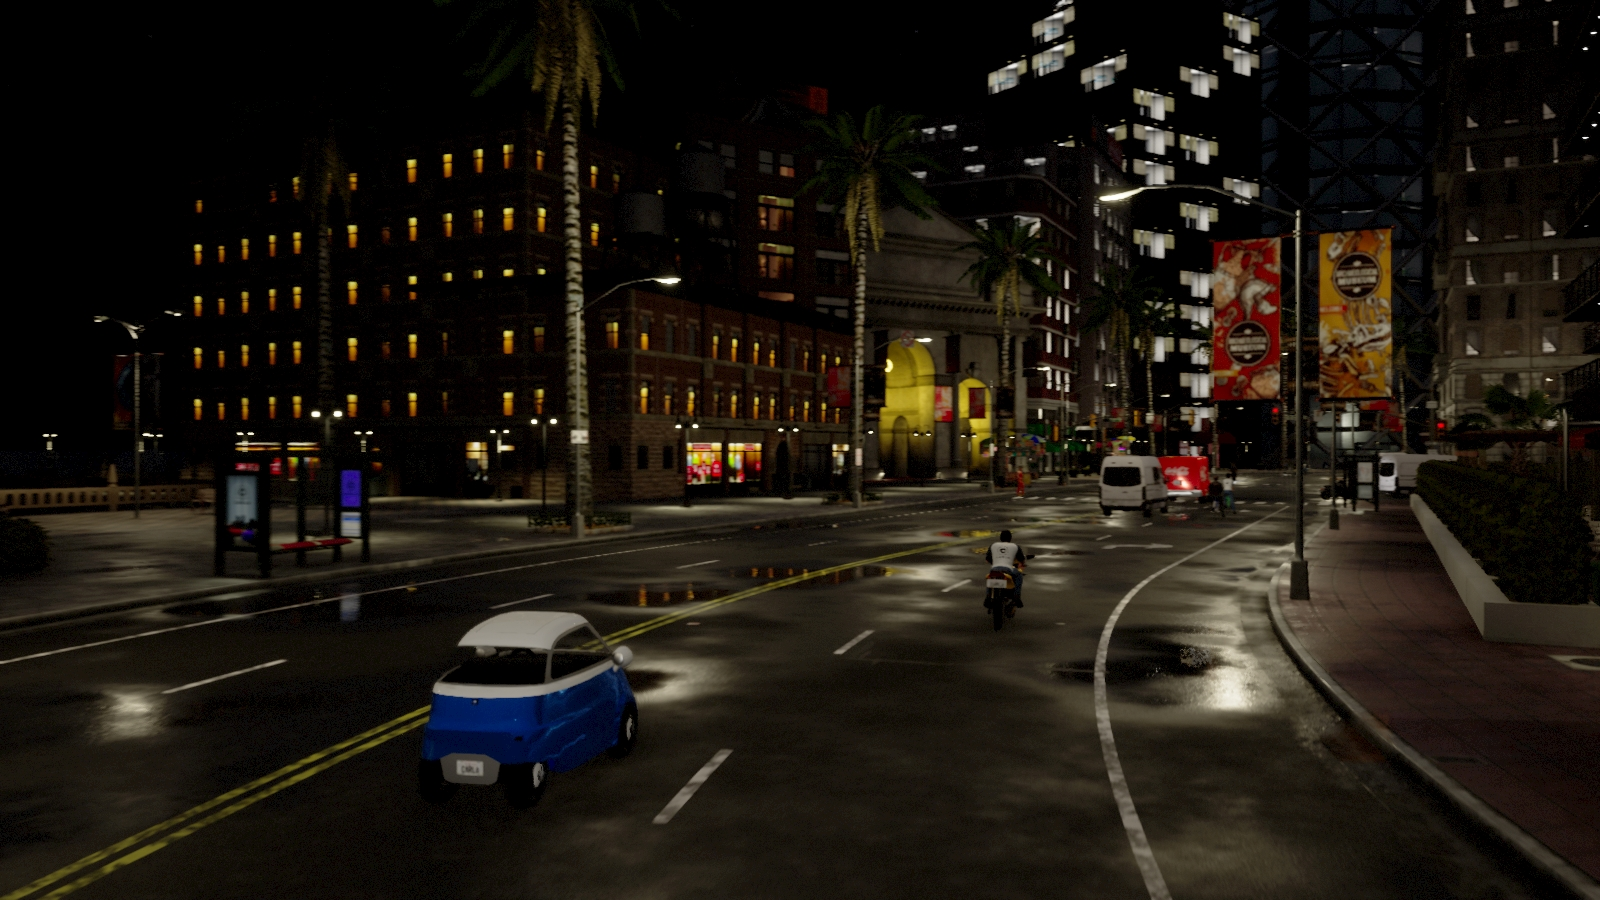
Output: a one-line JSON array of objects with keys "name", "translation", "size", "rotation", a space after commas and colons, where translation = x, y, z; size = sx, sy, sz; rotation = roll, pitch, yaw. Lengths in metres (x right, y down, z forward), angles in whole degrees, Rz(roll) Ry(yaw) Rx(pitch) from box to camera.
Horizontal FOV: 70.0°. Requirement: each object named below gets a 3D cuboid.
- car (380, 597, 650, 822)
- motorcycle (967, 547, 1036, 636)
[{"name": "car", "translation": [-2.344, 2.118, 9.855], "size": [1.481, 1.376, 2.207], "rotation": [0, 0, 10]}, {"name": "motorcycle", "translation": [3.244, 2.215, 18.215], "size": [0.803, 1.145, 2.033], "rotation": [0, 0, 18]}]
